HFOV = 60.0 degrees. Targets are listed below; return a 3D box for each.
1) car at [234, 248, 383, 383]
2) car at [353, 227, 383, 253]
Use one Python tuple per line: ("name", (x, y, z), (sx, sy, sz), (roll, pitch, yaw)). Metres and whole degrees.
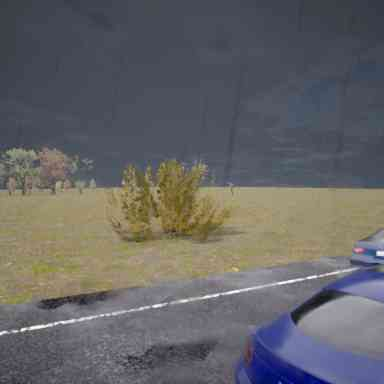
("car", (2.603, 1.526, 3.491), (4.674, 1.442, 1.812), (0, 0, -29))
("car", (6.629, 1.549, 9.596), (5.357, 1.411, 2.033), (0, 0, -37))
